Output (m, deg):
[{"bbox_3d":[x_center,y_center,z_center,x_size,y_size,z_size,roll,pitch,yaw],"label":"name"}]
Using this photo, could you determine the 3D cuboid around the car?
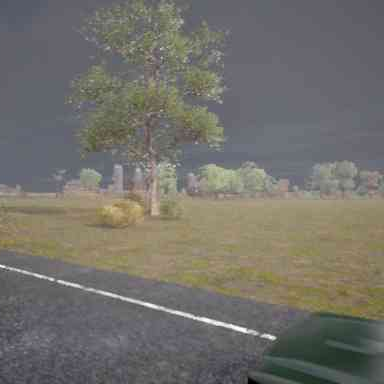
[{"bbox_3d":[2.682,1.600,2.034,4.718,1.301,1.895,0,0,36],"label":"car"}]
